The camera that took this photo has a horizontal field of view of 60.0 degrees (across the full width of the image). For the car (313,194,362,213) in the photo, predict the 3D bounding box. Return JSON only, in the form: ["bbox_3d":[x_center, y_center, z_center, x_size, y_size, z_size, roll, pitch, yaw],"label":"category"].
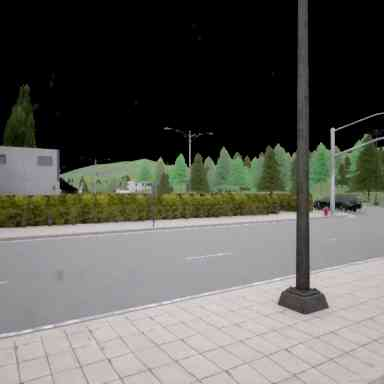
[{"bbox_3d":[16.461,1.222,38.095,2.150,2.045,5.566,0,0,-33],"label":"car"}]
